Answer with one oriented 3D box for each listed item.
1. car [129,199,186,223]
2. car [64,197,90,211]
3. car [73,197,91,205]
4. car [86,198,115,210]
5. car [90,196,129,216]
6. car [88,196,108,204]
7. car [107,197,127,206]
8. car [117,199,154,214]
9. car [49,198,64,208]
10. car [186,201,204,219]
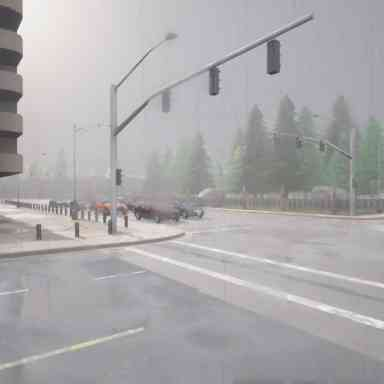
[{"bbox_3d":[-2.851,1.533,26.553,1.882,1.535,5.008,0,0,-36],"label":"car"},{"bbox_3d":[-13.748,1.547,41.307,2.128,1.511,4.902,0,0,-36],"label":"car"},{"bbox_3d":[-20.807,1.656,62.957,1.895,1.301,4.718,0,0,-36],"label":"car"},{"bbox_3d":[-12.552,1.603,45.580,2.033,1.411,5.357,0,0,-36],"label":"car"},{"bbox_3d":[-8.320,1.407,33.947,2.097,1.767,4.553,0,0,-36],"label":"car"},{"bbox_3d":[-18.740,1.547,66.049,2.128,1.511,4.902,0,0,-36],"label":"car"},{"bbox_3d":[-13.227,1.581,58.610,1.812,1.442,4.674,0,0,-36],"label":"car"},{"bbox_3d":[-6.385,1.547,37.224,2.128,1.511,4.902,0,0,-36],"label":"car"},{"bbox_3d":[-20.021,1.603,49.856,2.033,1.411,5.357,0,0,-36],"label":"car"},{"bbox_3d":[-0.867,1.547,29.758,2.128,1.511,4.902,0,0,-36],"label":"car"}]
